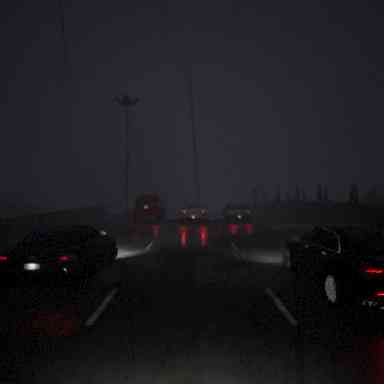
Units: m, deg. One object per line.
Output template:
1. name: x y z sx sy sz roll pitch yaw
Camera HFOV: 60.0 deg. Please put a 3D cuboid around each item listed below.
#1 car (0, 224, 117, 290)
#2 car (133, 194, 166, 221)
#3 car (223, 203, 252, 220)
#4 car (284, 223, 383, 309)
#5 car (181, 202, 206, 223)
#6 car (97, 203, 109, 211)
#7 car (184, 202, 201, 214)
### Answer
1. car: -3.404 1.556 9.084 1.994 1.385 4.181 0 0 0
2. car: -3.415 1.203 27.409 2.150 2.045 5.566 0 0 0
3. car: 3.585 1.582 27.325 1.895 1.301 4.718 0 0 0
4. car: 3.597 1.498 7.831 1.837 1.490 4.892 0 0 0
5. car: 0.090 1.504 25.564 1.812 1.442 4.674 0 0 0
6. car: -14.025 2.513 51.655 1.837 1.490 4.892 0 -6 0
7. car: 0.079 2.082 42.857 2.033 1.411 5.357 0 -4 0
